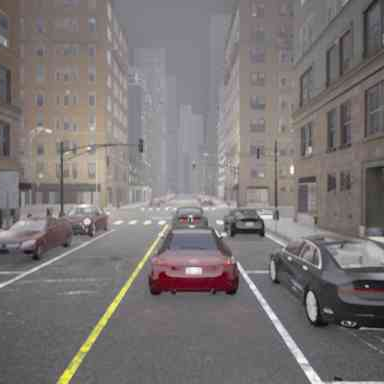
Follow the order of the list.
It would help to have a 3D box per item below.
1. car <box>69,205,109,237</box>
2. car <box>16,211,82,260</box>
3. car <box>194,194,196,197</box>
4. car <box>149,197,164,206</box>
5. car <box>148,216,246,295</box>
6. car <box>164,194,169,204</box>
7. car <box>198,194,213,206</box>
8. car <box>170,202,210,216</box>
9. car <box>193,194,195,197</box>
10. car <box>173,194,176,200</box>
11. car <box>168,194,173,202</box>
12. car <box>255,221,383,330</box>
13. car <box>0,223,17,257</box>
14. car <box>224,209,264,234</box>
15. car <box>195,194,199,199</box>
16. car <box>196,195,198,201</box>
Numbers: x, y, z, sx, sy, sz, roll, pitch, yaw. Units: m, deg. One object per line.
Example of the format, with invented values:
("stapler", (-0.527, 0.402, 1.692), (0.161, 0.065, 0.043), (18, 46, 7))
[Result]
("car", (-5.803, 1.444, 17.778), (1.967, 1.590, 4.097), (0, 0, 0))
("car", (-5.761, 1.584, 12.277), (1.802, 1.307, 4.206), (0, 0, 0))
("car", (2.281, 1.573, 87.386), (1.967, 1.590, 4.097), (0, 0, 0))
("car", (-6.053, 1.626, 54.880), (1.802, 1.307, 4.206), (0, 0, 0))
("car", (0.016, 1.565, 8.753), (1.994, 1.385, 4.181), (0, 0, -1))
("car", (-6.115, 1.616, 65.697), (2.008, 1.369, 4.403), (0, 0, 0))
("car", (2.472, 1.484, 54.933), (1.967, 1.590, 4.097), (0, 0, 0))
("car", (-0.097, 1.508, 17.744), (1.837, 1.490, 4.892), (0, 0, 0))
("car", (2.249, 1.470, 92.795), (2.192, 1.841, 5.009), (0, 0, 0))
("car", (-6.276, 1.470, 92.740), (2.192, 1.841, 5.009), (0, 0, 0))
("car", (-6.210, 1.638, 81.752), (1.752, 1.417, 4.829), (0, 0, 0))
("car", (2.807, 1.551, 6.841), (2.008, 1.369, 4.403), (0, 0, 0))
("car", (-5.718, 1.567, 6.776), (1.947, 1.339, 4.313), (0, 0, 0))
("car", (2.723, 1.569, 17.843), (1.947, 1.339, 4.313), (0, 0, 0))
("car", (2.345, 1.535, 76.568), (1.967, 1.590, 4.097), (0, 0, 0))
("car", (2.409, 1.616, 65.750), (2.008, 1.369, 4.403), (0, 0, 0))
